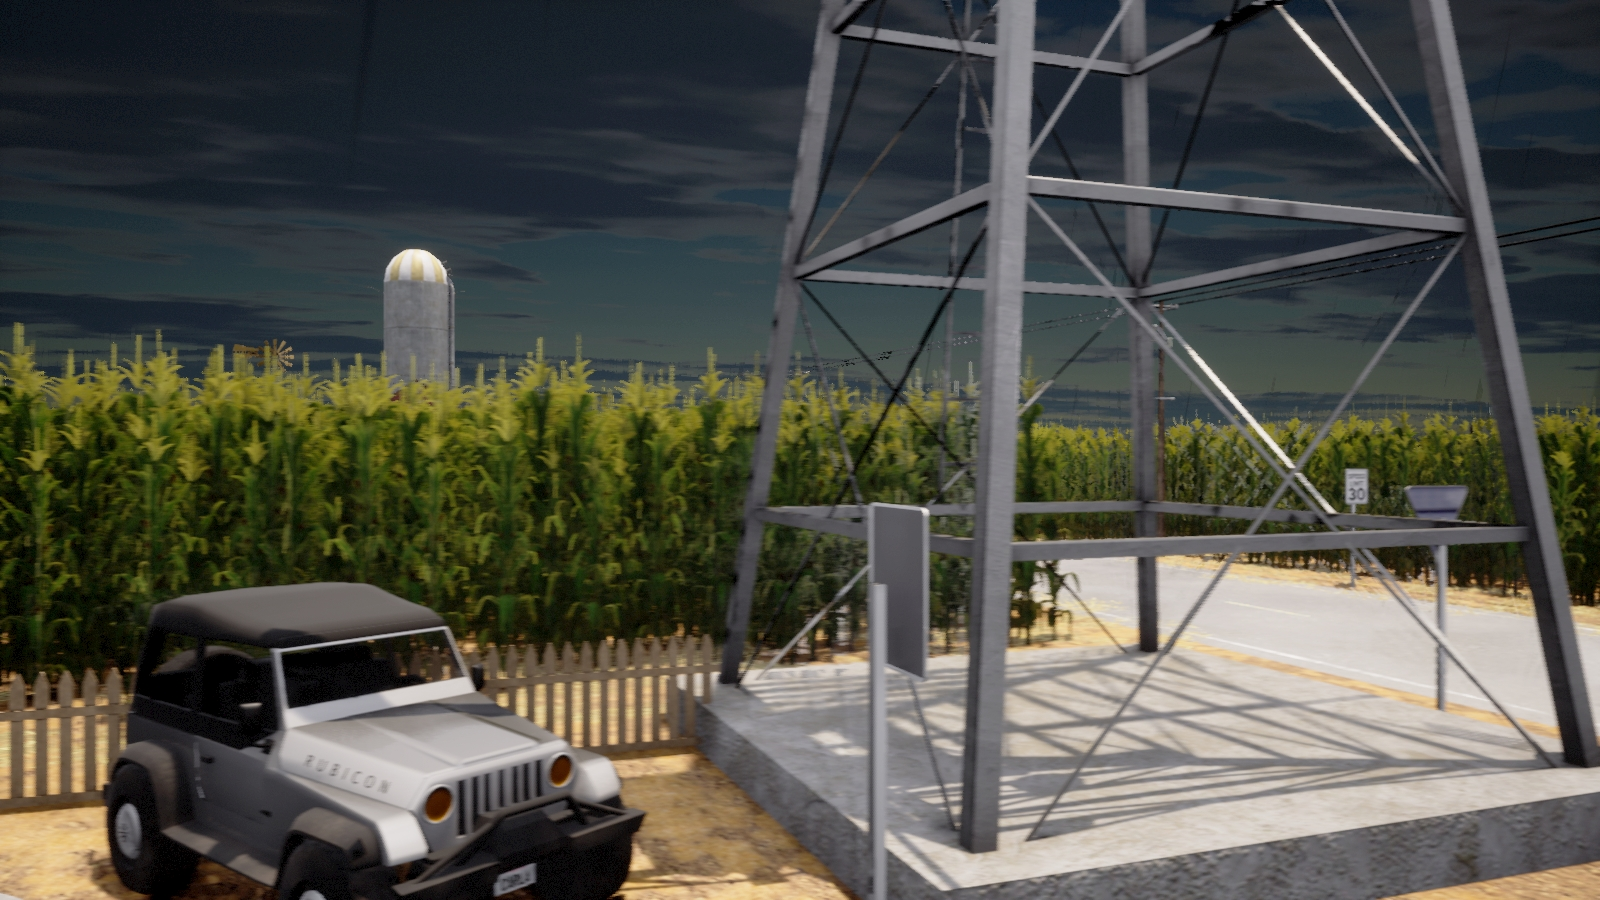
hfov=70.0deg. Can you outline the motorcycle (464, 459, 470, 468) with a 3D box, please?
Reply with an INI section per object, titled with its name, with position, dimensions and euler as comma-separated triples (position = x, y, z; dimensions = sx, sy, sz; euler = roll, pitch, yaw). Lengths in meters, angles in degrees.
[motorcycle]
position = -52.159, 2.146, 178.841
dimensions = 0.764, 1.307, 2.356
euler = 0, 0, -20
